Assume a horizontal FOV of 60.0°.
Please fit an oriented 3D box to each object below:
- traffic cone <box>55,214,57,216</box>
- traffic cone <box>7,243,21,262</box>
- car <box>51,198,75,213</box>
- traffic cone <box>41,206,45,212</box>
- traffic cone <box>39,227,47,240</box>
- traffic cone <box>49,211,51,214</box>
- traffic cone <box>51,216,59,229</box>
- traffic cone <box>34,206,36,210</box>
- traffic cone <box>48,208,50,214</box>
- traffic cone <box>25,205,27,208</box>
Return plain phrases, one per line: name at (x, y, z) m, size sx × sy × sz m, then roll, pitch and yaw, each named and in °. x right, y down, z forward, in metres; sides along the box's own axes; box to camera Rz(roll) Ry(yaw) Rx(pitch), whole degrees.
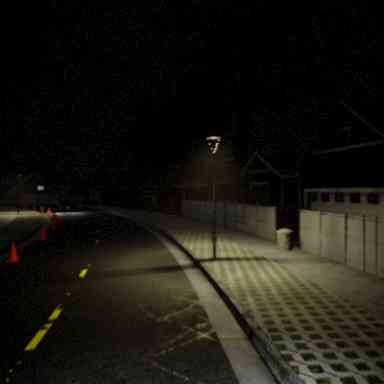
traffic cone at (-10.134, 1.934, 24.802) m, size 0.340 × 0.580 × 0.340 m, roll -1°, pitch 0°, yaw -22°
traffic cone at (-5.856, 1.961, 10.928) m, size 0.340 × 0.580 × 0.340 m, roll -1°, pitch 0°, yaw -12°
car at (-14.460, 1.462, 37.264) m, size 1.837 × 1.490 × 4.892 m, roll 0°, pitch 0°, yaw -32°
traffic cone at (-16.901, 1.933, 37.648) m, size 0.340 × 0.580 × 0.340 m, roll -1°, pitch 0°, yaw -33°
traffic cone at (-6.995, 1.949, 15.638) m, size 0.340 × 0.580 × 0.340 m, roll -1°, pitch 0°, yaw -15°
traffic cone at (-12.123, 1.931, 29.222) m, size 0.340 × 0.580 × 0.340 m, roll -1°, pitch 0°, yaw -26°
traffic cone at (-8.423, 1.940, 20.269) m, size 0.340 × 0.580 × 0.340 m, roll -1°, pitch 0°, yaw -19°
traffic cone at (-19.672, 1.939, 41.624) m, size 0.340 × 0.580 × 0.340 m, roll -1°, pitch 0°, yaw -37°
traffic cone at (-14.382, 1.931, 33.509) m, size 0.340 × 0.580 × 0.340 m, roll -1°, pitch 0°, yaw -30°
traffic cone at (-22.684, 1.946, 45.420) m, size 0.340 × 0.580 × 0.340 m, roll -1°, pitch 0°, yaw -40°
